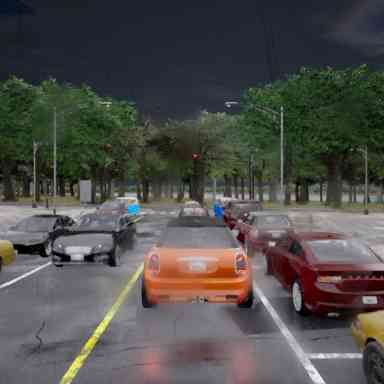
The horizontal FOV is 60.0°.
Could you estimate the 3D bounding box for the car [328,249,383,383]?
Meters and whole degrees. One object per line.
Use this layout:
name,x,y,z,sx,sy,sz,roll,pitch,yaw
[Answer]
car,2.762,1.525,2.131,1.752,1.417,4.829,0,0,0

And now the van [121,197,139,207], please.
van,-5.738,1.344,29.157,1.690,1.788,3.998,0,0,0

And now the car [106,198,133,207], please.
car,-5.743,1.442,23.719,1.967,1.590,4.097,0,0,0

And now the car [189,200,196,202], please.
car,0.022,1.459,27.229,1.801,1.575,5.366,0,0,1

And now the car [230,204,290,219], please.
car,2.772,1.440,12.836,1.967,1.590,4.097,0,0,0

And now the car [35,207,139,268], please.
car,-3.082,1.491,11.401,2.128,1.511,4.902,0,0,0

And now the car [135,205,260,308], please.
car,0.106,1.352,8.071,2.097,1.767,4.553,0,0,0

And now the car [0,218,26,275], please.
car,-5.758,1.525,7.237,1.752,1.417,4.829,0,0,0

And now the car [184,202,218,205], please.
car,0.113,1.492,17.285,2.128,1.511,4.902,0,0,0

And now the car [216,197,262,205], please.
car,2.777,1.316,18.274,2.192,1.841,5.009,0,0,0

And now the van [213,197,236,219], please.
van,2.787,1.345,29.149,1.690,1.788,3.998,0,0,0

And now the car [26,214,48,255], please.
car,-5.753,1.566,12.844,1.947,1.339,4.313,0,0,0

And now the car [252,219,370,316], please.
car,2.767,1.545,7.399,1.887,1.381,4.507,0,0,0

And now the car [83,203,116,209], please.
car,-5.748,1.526,18.112,1.752,1.417,4.829,0,0,0
